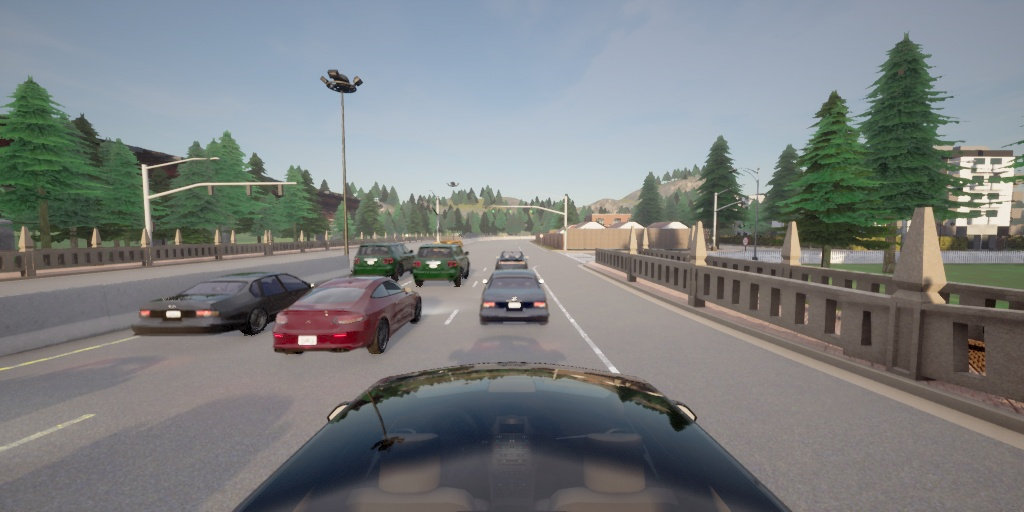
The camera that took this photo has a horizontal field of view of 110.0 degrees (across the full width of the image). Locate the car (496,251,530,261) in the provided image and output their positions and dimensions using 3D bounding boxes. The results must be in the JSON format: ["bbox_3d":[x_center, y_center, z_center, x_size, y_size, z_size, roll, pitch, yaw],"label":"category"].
[{"bbox_3d":[0.044,0.420,21.913,2.128,1.511,4.902,0,4,2],"label":"car"}]

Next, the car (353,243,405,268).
[{"bbox_3d":[-7.024,0.236,20.447,2.150,2.045,5.566,0,4,0],"label":"car"}]

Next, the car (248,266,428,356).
[{"bbox_3d":[-3.439,1.171,8.284,1.812,1.442,4.674,0,2,-1],"label":"car"}]

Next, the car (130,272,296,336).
[{"bbox_3d":[-6.947,1.143,9.842,2.033,1.411,5.357,0,2,0],"label":"car"}]

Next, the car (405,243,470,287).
[{"bbox_3d":[-3.509,0.352,18.575,2.150,2.045,5.566,0,4,0],"label":"car"}]

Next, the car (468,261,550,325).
[{"bbox_3d":[0.045,1.099,10.943,2.033,1.411,5.357,0,2,0],"label":"car"}]
